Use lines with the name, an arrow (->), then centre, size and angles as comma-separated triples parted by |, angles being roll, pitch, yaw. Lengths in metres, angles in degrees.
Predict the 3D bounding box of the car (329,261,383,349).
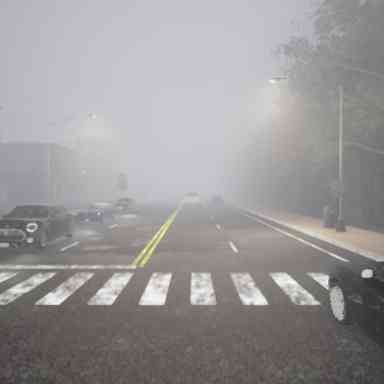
car -> 3.350, 1.453, 3.932 | 1.882, 1.535, 5.008 | 0, 0, 0

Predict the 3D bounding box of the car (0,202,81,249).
car -> -6.599, 1.266, 13.944 | 2.097, 1.767, 4.553 | 0, 0, 0

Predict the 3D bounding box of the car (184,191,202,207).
car -> 0.103, 0.940, 45.516 | 2.150, 2.045, 5.566 | 0, 0, 0

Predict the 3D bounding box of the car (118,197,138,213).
car -> -6.581, 1.300, 33.173 | 1.837, 1.490, 4.892 | 0, 0, 0

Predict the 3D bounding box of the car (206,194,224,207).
car -> 3.356, 1.221, 45.851 | 1.837, 1.490, 4.892 | 0, 0, 0

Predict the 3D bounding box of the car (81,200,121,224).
car -> -6.597, 1.458, 23.104 | 1.895, 1.301, 4.718 | 0, 0, 0
